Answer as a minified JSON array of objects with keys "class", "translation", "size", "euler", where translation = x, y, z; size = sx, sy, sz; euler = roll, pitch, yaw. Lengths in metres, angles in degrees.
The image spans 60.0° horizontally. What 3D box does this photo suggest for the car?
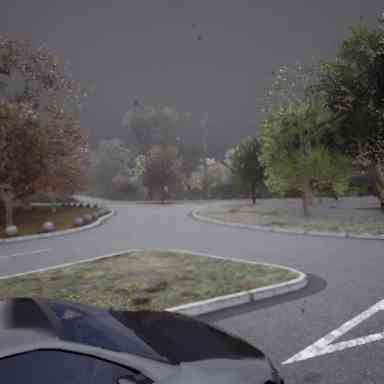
[{"class":"car","translation":[-1.190,1.560,2.439],"size":[4.181,1.385,1.994],"euler":[0,0,-35]}]
